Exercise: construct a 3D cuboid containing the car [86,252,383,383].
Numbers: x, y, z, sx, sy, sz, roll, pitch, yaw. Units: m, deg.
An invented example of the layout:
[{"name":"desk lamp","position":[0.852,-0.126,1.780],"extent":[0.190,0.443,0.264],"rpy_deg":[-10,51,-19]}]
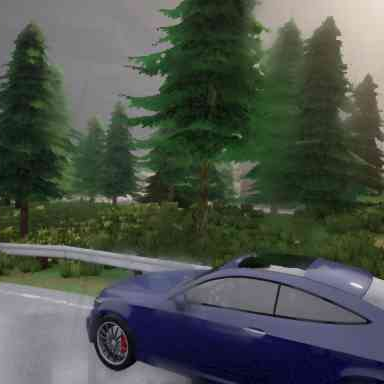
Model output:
[{"name":"car","position":[0.804,1.499,4.066],"extent":[4.674,1.442,1.812],"rpy_deg":[1,1,31]}]
